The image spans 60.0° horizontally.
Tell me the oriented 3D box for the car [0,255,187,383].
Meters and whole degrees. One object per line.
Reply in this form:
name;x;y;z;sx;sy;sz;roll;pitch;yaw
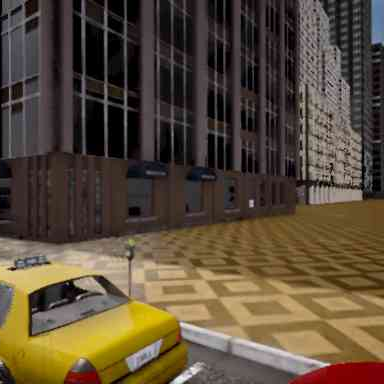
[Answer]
car;-2.341;1.546;4.533;4.829;1.417;1.752;0;0;35

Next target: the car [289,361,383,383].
car;2.413;1.539;1.155;4.507;1.381;1.887;0;0;35
